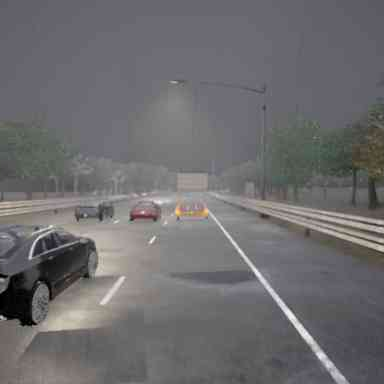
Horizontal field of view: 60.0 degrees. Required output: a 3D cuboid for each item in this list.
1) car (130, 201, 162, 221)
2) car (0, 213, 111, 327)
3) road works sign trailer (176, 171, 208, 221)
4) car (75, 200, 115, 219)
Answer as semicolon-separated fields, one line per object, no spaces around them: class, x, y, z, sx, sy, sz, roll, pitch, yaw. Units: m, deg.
car;-3.396;1.362;24.970;1.994;1.385;4.181;0;0;0
car;-3.400;1.435;6.891;2.128;1.511;4.902;0;0;0
road works sign trailer;0.003;0.266;24.621;2.380;3.560;2.880;0;0;0
car;-6.899;1.297;24.006;2.128;1.511;4.902;0;0;0
